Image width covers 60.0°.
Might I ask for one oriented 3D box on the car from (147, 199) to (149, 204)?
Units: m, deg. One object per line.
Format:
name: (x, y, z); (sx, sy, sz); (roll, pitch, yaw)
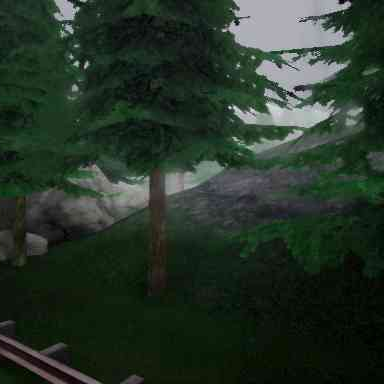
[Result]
car: (-6.128, 1.519, 38.546); (1.812, 1.442, 4.674); (0, 0, 37)
